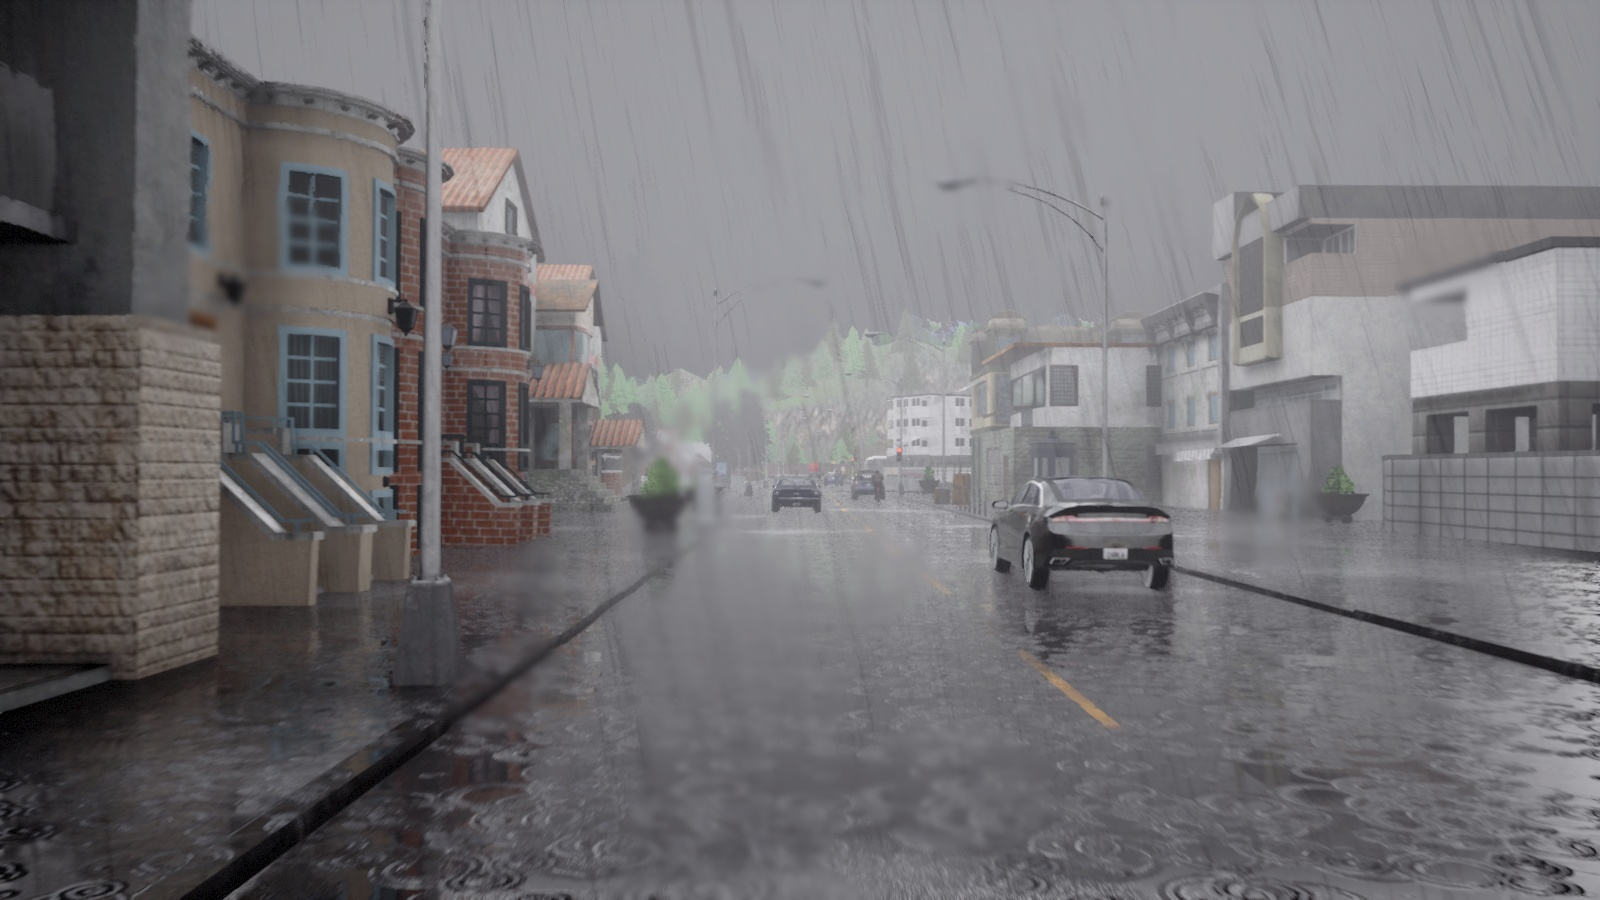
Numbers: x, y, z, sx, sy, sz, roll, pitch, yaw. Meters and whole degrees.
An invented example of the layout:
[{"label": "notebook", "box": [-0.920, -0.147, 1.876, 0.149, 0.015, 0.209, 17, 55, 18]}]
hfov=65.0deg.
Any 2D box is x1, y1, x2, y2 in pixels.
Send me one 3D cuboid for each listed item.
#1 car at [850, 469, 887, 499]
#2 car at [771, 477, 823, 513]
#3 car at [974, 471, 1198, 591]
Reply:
[{"label": "car", "box": [3.818, 1.879, 70.591, 1.851, 1.617, 3.988, 0, -1, 0]}, {"label": "car", "box": [-0.120, 1.733, 48.841, 1.895, 1.301, 4.718, 0, -1, 0]}, {"label": "car", "box": [3.954, 1.062, 18.308, 2.128, 1.511, 4.902, 0, -1, 0]}]
